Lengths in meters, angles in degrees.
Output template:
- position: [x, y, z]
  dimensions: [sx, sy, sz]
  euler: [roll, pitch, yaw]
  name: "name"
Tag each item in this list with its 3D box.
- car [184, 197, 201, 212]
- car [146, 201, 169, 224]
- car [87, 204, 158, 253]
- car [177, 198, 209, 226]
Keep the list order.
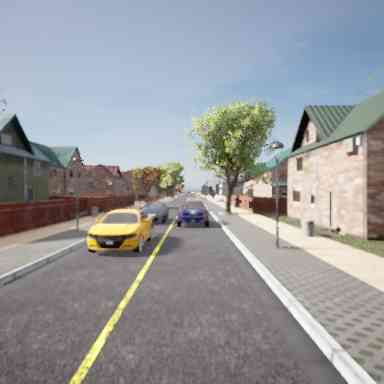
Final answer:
- position: [0.102, 1.432, 39.074]
  dimensions: [1.882, 1.535, 5.008]
  euler: [0, 0, 0]
  name: "car"
- position: [-2.728, 1.464, 24.809]
  dimensions: [2.128, 1.511, 4.902]
  euler: [0, 0, 0]
  name: "car"
- position: [-2.778, 1.463, 13.786]
  dimensions: [1.882, 1.535, 5.008]
  euler: [0, 0, 1]
  name: "car"
- position: [0.086, 1.327, 23.216]
  dimensions: [2.097, 1.767, 4.553]
  euler: [0, 0, 0]
  name: "car"
